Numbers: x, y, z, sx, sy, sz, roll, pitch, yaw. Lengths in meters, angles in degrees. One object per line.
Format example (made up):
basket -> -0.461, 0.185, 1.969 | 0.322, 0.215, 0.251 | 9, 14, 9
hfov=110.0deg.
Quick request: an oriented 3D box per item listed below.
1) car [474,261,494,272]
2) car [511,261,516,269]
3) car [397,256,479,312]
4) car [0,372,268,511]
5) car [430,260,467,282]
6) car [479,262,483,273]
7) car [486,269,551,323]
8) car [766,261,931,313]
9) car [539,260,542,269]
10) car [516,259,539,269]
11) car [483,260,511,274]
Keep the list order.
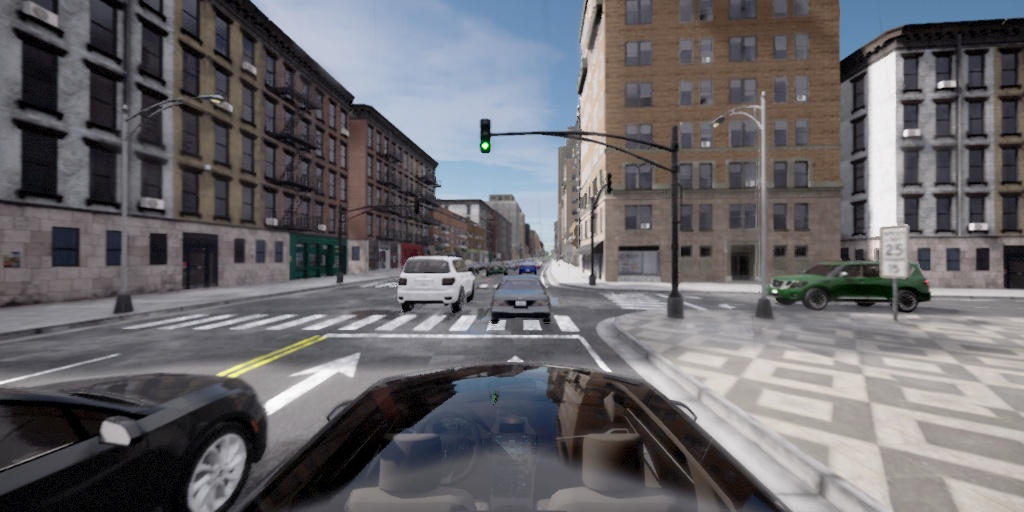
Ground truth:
car -> -3.884, 1.464, 50.442 | 1.994, 1.385, 4.181 | 0, 0, 6
car -> -0.323, 1.453, 52.876 | 2.033, 1.411, 5.357 | 0, 0, 6
car -> -2.879, 1.027, 14.710 | 2.150, 2.045, 5.566 | 0, 0, 2
car -> -3.119, 1.250, 1.254 | 1.837, 1.490, 4.892 | 0, -1, 0
car -> -5.501, 1.211, 31.662 | 2.097, 1.767, 4.553 | 0, 0, 4
car -> -4.835, 1.372, 40.522 | 2.128, 1.511, 4.902 | 0, 0, 5
car -> 0.297, 1.343, 12.256 | 2.033, 1.411, 5.357 | 0, 0, 1
car -> 14.260, 1.227, 15.436 | 5.566, 2.045, 2.150 | 1, 0, 6
car -> 3.083, 1.472, 54.107 | 1.994, 1.385, 4.181 | 0, 0, 6
car -> 1.830, 1.359, 40.088 | 1.882, 1.535, 5.008 | 0, -1, 4
car -> -1.530, 1.229, 38.167 | 2.097, 1.767, 4.553 | 0, 0, 2
